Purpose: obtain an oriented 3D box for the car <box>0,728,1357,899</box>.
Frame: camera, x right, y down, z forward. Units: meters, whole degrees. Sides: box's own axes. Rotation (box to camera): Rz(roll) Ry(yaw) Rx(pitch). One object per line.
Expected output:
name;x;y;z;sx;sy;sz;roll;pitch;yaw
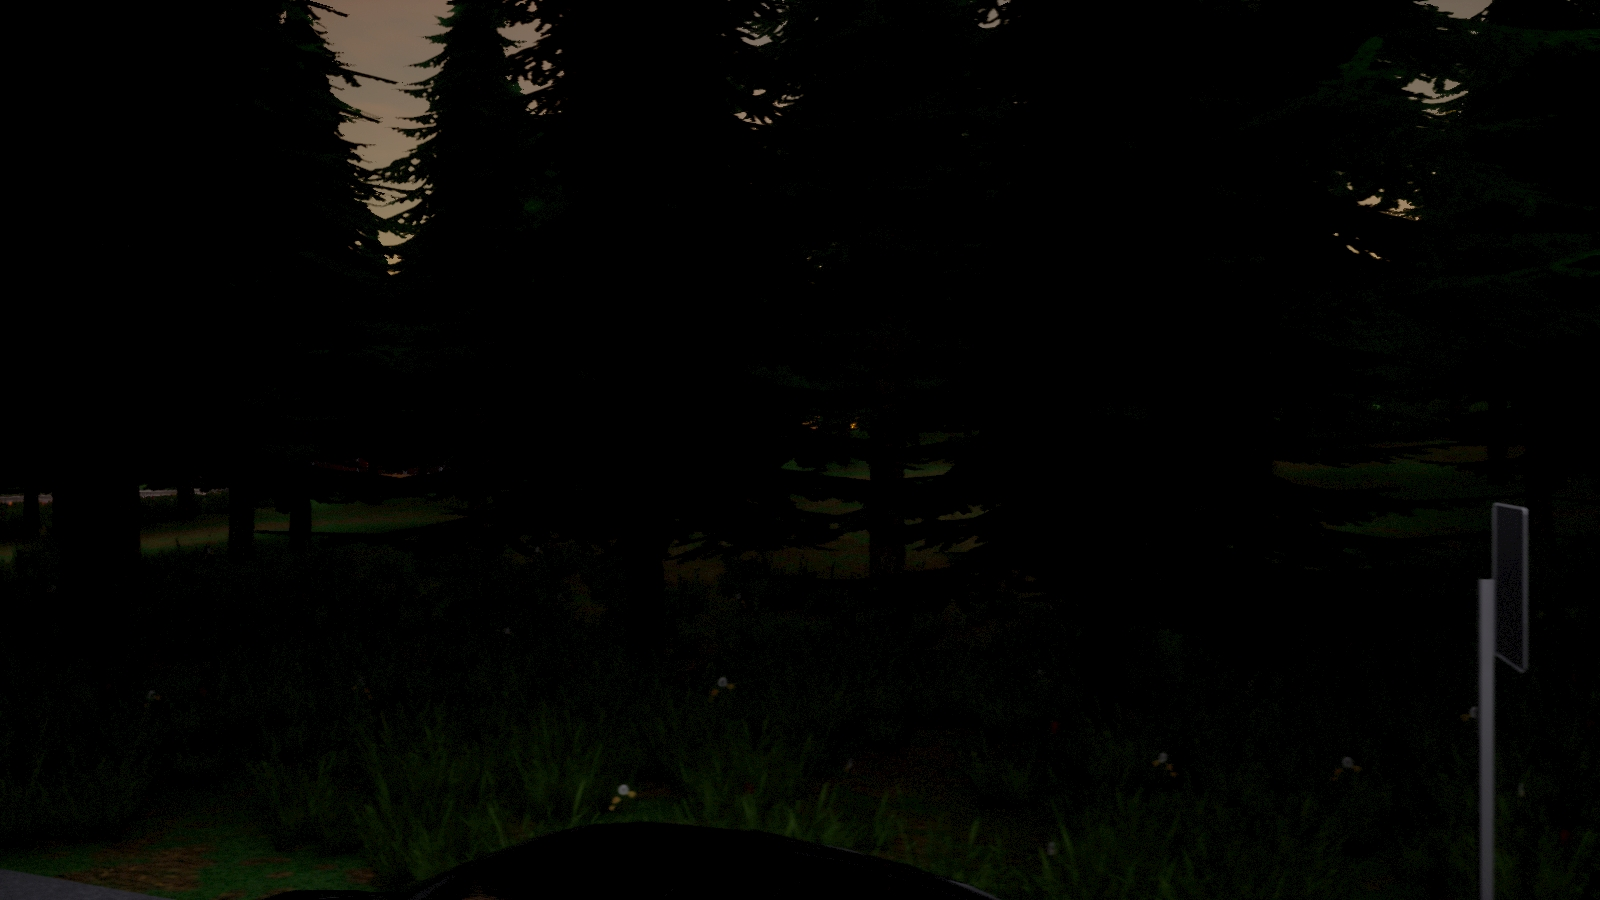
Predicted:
car;-0.831;2.061;3.577;4.792;1.488;2.163;0;0;20
